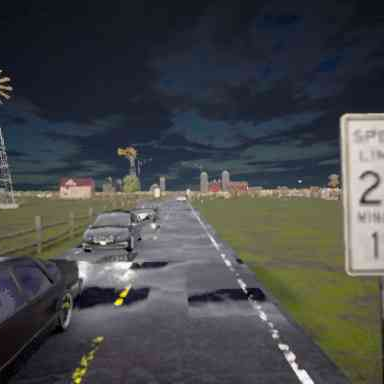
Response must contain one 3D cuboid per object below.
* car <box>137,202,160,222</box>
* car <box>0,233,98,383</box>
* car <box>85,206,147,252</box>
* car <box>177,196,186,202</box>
[{"bbox_3d":[-3.641,1.569,26.743,2.128,1.511,4.902,-1,0,-1],"label":"car"},{"bbox_3d":[-2.912,1.616,4.127,2.033,1.411,5.357,-1,0,-2],"label":"car"},{"bbox_3d":[-3.246,1.578,14.286,1.837,1.490,4.892,-1,0,-2],"label":"car"},{"bbox_3d":[-2.278,1.480,70.936,1.895,1.301,4.718,-1,0,-2],"label":"car"}]
